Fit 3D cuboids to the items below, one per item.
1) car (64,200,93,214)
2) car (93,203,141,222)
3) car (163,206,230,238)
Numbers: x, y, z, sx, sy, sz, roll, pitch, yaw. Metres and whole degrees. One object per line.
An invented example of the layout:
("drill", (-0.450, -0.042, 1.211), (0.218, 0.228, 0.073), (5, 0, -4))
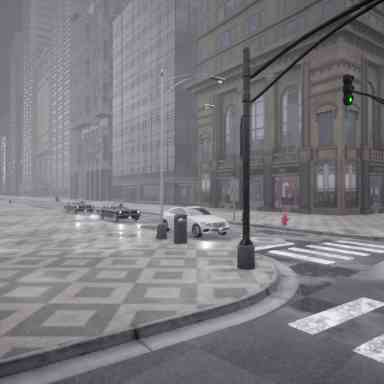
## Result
("car", (-11.653, 1.498, 34.180), (1.895, 1.301, 4.718), (0, 0, -35))
("car", (-5.771, 1.523, 25.889), (1.895, 1.301, 4.718), (0, 0, -35))
("car", (-0.018, 1.476, 17.769), (1.812, 1.442, 4.674), (0, 0, -37))
